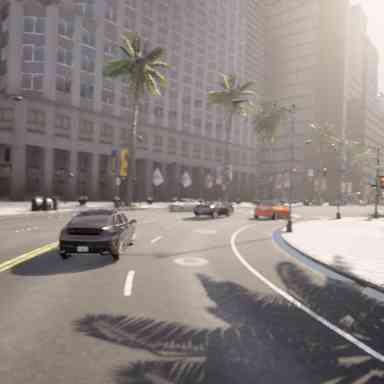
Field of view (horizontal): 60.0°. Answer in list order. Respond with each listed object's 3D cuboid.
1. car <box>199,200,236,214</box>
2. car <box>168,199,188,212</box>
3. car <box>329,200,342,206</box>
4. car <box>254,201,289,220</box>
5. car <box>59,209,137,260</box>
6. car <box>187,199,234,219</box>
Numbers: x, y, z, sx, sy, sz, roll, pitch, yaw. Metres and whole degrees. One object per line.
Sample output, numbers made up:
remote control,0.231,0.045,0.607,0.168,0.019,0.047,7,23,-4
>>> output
car,2.883,1.672,37.320,1.994,1.385,4.181,2,0,42
car,-0.749,1.498,38.347,1.812,1.442,4.674,2,0,39
car,36.830,2.880,85.371,2.161,1.482,4.786,2,0,41
car,7.719,1.638,31.600,2.097,1.767,4.553,2,0,38
car,-3.185,1.386,11.965,1.837,1.490,4.892,1,0,-1
car,1.976,1.564,29.772,2.128,1.511,4.902,2,0,32
